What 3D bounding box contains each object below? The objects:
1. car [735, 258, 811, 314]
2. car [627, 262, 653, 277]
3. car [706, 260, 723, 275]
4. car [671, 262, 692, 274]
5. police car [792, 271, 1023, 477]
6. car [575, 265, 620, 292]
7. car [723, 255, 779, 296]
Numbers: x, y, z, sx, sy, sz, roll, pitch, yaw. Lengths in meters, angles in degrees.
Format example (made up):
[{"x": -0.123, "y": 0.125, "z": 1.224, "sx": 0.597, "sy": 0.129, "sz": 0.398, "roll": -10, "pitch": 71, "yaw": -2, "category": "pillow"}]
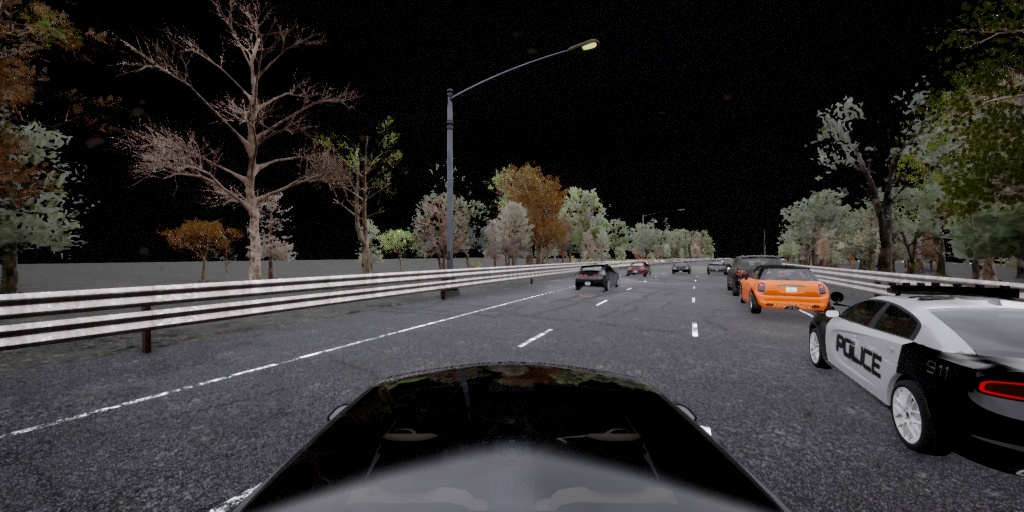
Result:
[{"x": 9.934, "y": 1.102, "z": 13.421, "sx": 2.097, "sy": 1.767, "sz": 4.553, "roll": 0, "pitch": 0, "yaw": 27, "category": "car"}, {"x": 12.842, "y": 1.288, "z": 36.141, "sx": 1.812, "sy": 1.442, "sz": 4.674, "roll": 0, "pitch": 0, "yaw": 28, "category": "car"}, {"x": 22.453, "y": 1.261, "z": 39.317, "sx": 2.128, "sy": 1.511, "sz": 4.902, "roll": 0, "pitch": 0, "yaw": 29, "category": "car"}, {"x": 19.342, "y": 1.370, "z": 40.798, "sx": 1.895, "sy": 1.301, "sz": 4.718, "roll": 0, "pitch": 0, "yaw": 29, "category": "car"}, {"x": 5.608, "y": 1.175, "z": 4.699, "sx": 1.930, "sy": 1.638, "sz": 5.238, "roll": 0, "pitch": 0, "yaw": 26, "category": "police car"}, {"x": 5.231, "y": 1.256, "z": 21.668, "sx": 1.837, "sy": 1.490, "sz": 4.892, "roll": 0, "pitch": 0, "yaw": 27, "category": "car"}, {"x": 12.647, "y": 0.978, "z": 18.754, "sx": 2.150, "sy": 2.045, "sz": 5.566, "roll": 0, "pitch": 0, "yaw": 27, "category": "car"}]
